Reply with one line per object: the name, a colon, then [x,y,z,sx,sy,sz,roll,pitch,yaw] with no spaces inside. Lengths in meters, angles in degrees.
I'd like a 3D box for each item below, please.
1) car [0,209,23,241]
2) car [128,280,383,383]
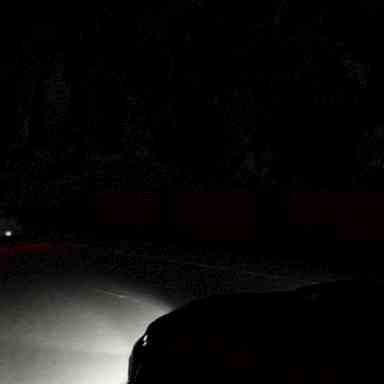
car: [-9.414,1.461,14.979,4.674,1.442,1.812,0,0,35]
car: [1.391,1.562,3.003,4.181,1.385,1.994,0,0,35]
